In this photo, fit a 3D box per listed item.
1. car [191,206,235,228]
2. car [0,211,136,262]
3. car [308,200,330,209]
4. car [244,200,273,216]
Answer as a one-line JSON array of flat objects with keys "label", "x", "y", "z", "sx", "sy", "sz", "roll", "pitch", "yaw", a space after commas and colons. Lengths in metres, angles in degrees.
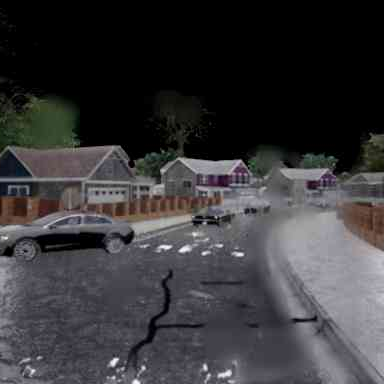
[{"label": "car", "x": 1.533, "y": 1.648, "z": 22.759, "sx": 1.895, "sy": 1.301, "sz": 4.718, "roll": 0, "pitch": 0, "yaw": 20}, {"label": "car", "x": -4.412, "y": 1.436, "z": 11.850, "sx": 4.902, "sy": 1.511, "sz": 2.128, "roll": 2, "pitch": 0, "yaw": -36}, {"label": "car", "x": 19.741, "y": 1.856, "z": 51.612, "sx": 4.181, "sy": 1.385, "sz": 1.994, "roll": 1, "pitch": 0, "yaw": -45}, {"label": "car", "x": 7.006, "y": 1.602, "z": 34.847, "sx": 1.882, "sy": 1.535, "sz": 5.008, "roll": 0, "pitch": 0, "yaw": 30}]
